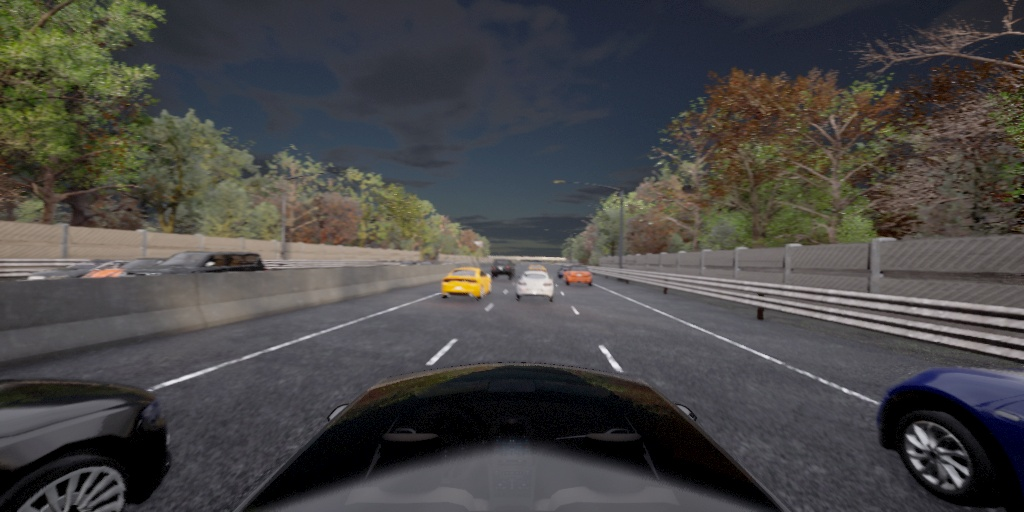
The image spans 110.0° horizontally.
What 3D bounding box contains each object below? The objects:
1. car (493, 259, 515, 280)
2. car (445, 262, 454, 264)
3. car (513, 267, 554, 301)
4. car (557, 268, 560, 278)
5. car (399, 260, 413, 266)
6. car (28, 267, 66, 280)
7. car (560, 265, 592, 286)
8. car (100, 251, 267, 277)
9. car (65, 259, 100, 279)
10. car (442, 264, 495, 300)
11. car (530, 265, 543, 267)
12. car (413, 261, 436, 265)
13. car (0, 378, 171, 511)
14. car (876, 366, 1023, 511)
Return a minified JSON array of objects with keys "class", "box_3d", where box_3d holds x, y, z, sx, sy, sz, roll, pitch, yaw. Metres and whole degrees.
[{"class":"car","box_3d":[-0.908,1.355,37.708,2.150,2.045,5.566,1,-1,4]},{"class":"car","box_3d":[-10.161,1.703,57.476,1.994,1.385,4.181,1,-1,5]},{"class":"car","box_3d":[1.237,1.503,19.120,1.812,1.442,4.674,1,0,4]},{"class":"car","box_3d":[6.423,1.947,42.762,1.994,1.385,4.181,1,-1,5]},{"class":"car","box_3d":[-17.056,1.471,58.915,2.128,1.511,4.902,1,-1,5]},{"class":"car","box_3d":[-20.113,0.905,17.690,2.128,1.511,4.902,1,-1,4]},{"class":"car","box_3d":[5.587,1.574,30.966,2.097,1.767,4.553,1,-1,4]},{"class":"car","box_3d":[-13.257,0.785,15.416,2.150,2.045,5.566,1,-1,4]},{"class":"car","box_3d":[-16.677,0.842,16.652,2.097,1.767,4.553,1,-1,4]},{"class":"car","box_3d":[-2.279,1.363,18.968,1.882,1.535,5.008,1,-1,4]},{"class":"car","box_3d":[2.640,1.710,38.372,1.882,1.535,5.008,1,-1,4]},{"class":"car","box_3d":[-13.628,1.603,57.890,2.033,1.411,5.357,1,-1,5]},{"class":"car","box_3d":[-3.610,1.138,0.698,2.128,1.511,4.902,1,-1,4]},{"class":"car","box_3d":[4.606,1.219,1.655,2.097,1.767,4.553,1,-1,4]}]
